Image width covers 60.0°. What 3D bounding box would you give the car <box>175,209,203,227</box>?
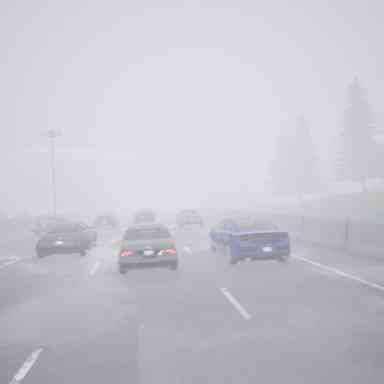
[{"bbox_3d":[-0.298,2.093,27.197,2.033,1.411,5.357,-2,-1,-8],"label":"car"}]

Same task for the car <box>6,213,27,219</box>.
[{"bbox_3d":[-24.757,3.743,48.360,1.994,1.385,4.181,-2,-2,-8],"label":"car"}]

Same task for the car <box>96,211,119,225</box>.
[{"bbox_3d":[-7.857,2.467,30.702,1.812,1.442,4.674,-2,-2,-8],"label":"car"}]

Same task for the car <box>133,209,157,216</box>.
[{"bbox_3d":[-4.279,2.293,30.380,1.837,1.490,4.892,-2,-1,-8],"label":"car"}]

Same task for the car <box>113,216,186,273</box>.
[{"bbox_3d":[-1.553,1.805,11.778,2.033,1.411,5.357,-2,-1,-8],"label":"car"}]

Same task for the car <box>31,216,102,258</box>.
[{"bbox_3d":[-5.572,2.048,15.238,1.994,1.385,4.181,-2,-1,-8],"label":"car"}]

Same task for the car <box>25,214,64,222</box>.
[{"bbox_3d":[-10.675,2.472,25.642,2.033,1.411,5.357,-2,-1,-8],"label":"car"}]

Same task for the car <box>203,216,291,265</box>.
[{"bbox_3d":[1.899,1.610,12.338,1.882,1.535,5.008,-2,-1,-8],"label":"car"}]

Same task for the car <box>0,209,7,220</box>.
[{"bbox_3d":[-28.139,3.499,47.222,2.150,2.045,5.566,-2,-2,-8],"label":"car"}]
